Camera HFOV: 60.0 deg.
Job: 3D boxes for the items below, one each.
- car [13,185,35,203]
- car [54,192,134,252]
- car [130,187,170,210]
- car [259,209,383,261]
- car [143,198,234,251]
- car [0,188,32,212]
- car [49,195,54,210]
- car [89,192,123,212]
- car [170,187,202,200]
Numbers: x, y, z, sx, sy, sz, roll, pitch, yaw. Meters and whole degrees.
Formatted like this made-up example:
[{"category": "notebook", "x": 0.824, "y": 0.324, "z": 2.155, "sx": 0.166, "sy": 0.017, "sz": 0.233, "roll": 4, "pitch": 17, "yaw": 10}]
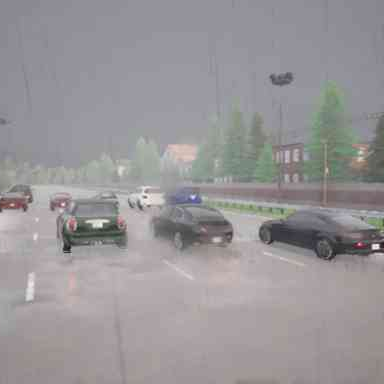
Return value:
[{"category": "car", "x": -19.167, "y": 0.198, "z": 37.586, "sx": 2.150, "sy": 2.045, "sz": 5.566, "roll": 0, "pitch": 2, "yaw": -24}, {"category": "car", "x": -3.915, "y": 1.034, "z": 12.640, "sx": 2.097, "sy": 1.767, "sz": 4.553, "roll": 0, "pitch": 1, "yaw": -24}, {"category": "car", "x": -4.221, "y": 0.525, "z": 30.252, "sx": 2.150, "sy": 2.045, "sz": 5.566, "roll": 0, "pitch": 1, "yaw": -24}, {"category": "car", "x": 4.256, "y": 1.326, "z": 11.538, "sx": 1.812, "sy": 1.442, "sz": 4.674, "roll": 0, "pitch": 1, "yaw": -25}, {"category": "car", "x": -0.200, "y": 1.225, "z": 12.920, "sx": 1.837, "sy": 1.490, "sz": 4.892, "roll": 0, "pitch": 2, "yaw": -24}, {"category": "car", "x": -14.295, "y": 0.736, "z": 26.873, "sx": 1.882, "sy": 1.535, "sz": 5.008, "roll": 0, "pitch": 1, "yaw": -24}, {"category": "car", "x": -11.334, "y": 0.774, "z": 28.957, "sx": 1.812, "sy": 1.442, "sz": 4.674, "roll": 0, "pitch": 1, "yaw": -25}, {"category": "car", "x": -7.677, "y": 0.773, "z": 29.401, "sx": 2.128, "sy": 1.511, "sz": 4.902, "roll": 0, "pitch": 1, "yaw": -24}, {"category": "car", "x": -1.012, "y": 0.532, "z": 31.653, "sx": 2.150, "sy": 2.045, "sz": 5.566, "roll": 0, "pitch": 1, "yaw": -24}]
